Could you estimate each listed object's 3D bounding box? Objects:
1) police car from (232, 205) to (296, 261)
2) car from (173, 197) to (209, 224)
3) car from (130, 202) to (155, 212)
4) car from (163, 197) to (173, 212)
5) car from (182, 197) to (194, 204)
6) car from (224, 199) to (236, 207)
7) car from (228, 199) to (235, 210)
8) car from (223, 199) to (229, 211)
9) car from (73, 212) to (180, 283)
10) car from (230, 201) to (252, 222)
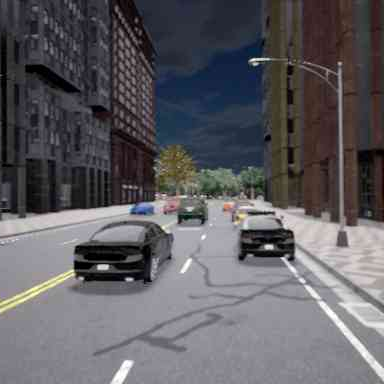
[{"bbox_3d":[2.678,1.534,12.933,1.930,1.638,5.238,-1,-1,6],"label":"police car"},{"bbox_3d":[0.132,1.502,27.559,2.150,2.045,5.566,-1,-1,6],"label":"car"},{"bbox_3d":[-5.528,1.911,37.373,1.882,1.535,5.008,-1,-1,6],"label":"car"},{"bbox_3d":[-1.990,1.647,39.837,2.150,2.045,5.566,-1,-1,6],"label":"car"},{"bbox_3d":[-0.909,1.997,78.575,2.033,1.411,5.357,-1,-1,6],"label":"car"},{"bbox_3d":[7.191,2.122,62.979,2.033,1.411,5.357,-1,-1,6],"label":"car"},{"bbox_3d":[4.408,1.605,28.699,2.097,1.767,4.553,-1,-1,6],"label":"car"},{"bbox_3d":[5.457,1.783,47.186,2.097,1.767,4.553,-1,-1,6],"label":"car"},{"bbox_3d":[-1.778,1.599,10.129,1.882,1.535,5.008,-1,0,6],"label":"car"},{"bbox_3d":[3.778,1.656,22.952,1.801,1.575,5.366,-1,-1,6],"label":"car"}]
